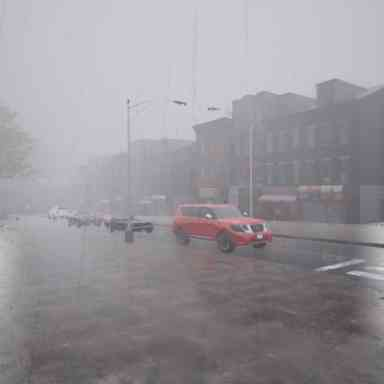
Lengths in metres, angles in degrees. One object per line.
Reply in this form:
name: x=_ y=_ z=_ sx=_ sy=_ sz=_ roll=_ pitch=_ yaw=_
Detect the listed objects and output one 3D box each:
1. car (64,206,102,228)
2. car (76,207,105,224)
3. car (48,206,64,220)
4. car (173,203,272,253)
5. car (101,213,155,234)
car: x=-10.464 y=2.440 z=32.182 sx=2.097 sy=1.767 sz=4.553 roll=0 pitch=-2 yaw=-35
car: x=-12.191 y=2.718 z=39.655 sx=2.097 sy=1.767 sz=4.553 roll=-1 pitch=-2 yaw=-34
car: x=-20.634 y=3.198 z=51.508 sx=2.150 sy=2.045 sz=5.566 roll=0 pitch=-2 yaw=-35
car: x=1.182 y=1.565 z=15.849 sx=2.150 sy=2.045 sz=5.566 roll=0 pitch=-2 yaw=-35
car: x=-4.532 y=2.290 z=23.854 sx=1.895 sy=1.301 sz=4.718 roll=0 pitch=-2 yaw=-36
